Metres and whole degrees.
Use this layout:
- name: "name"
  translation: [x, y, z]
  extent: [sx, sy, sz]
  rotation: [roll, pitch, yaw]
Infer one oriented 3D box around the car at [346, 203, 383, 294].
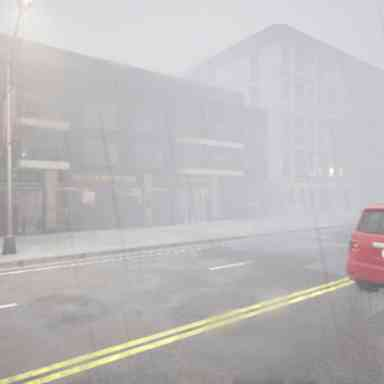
- name: "car"
  translation: [5.848, 1.264, 7.811]
  extent: [5.566, 2.045, 2.150]
  rotation: [0, -1, -37]
